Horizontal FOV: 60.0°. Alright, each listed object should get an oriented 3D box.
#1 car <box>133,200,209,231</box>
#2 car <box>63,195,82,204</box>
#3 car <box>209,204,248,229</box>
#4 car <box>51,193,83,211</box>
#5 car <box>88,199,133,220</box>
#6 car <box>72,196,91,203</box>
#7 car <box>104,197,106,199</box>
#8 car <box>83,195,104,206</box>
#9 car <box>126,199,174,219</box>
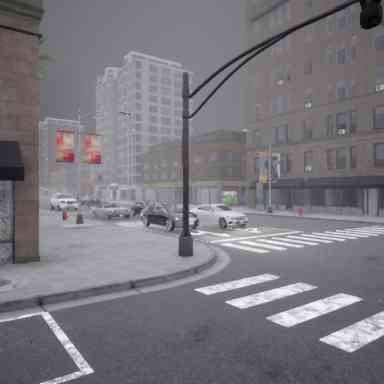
[{"bbox_3d":[-1.463,1.470,20.606,2.128,1.511,4.902,0,0,-36],"label":"car"},{"bbox_3d":[-21.697,1.408,60.172,1.837,1.490,4.892,0,0,-36],"label":"car"},{"bbox_3d":[1.597,1.502,21.944,1.812,1.442,4.674,0,0,-37],"label":"car"},{"bbox_3d":[-15.383,1.163,39.962,2.150,2.045,5.566,0,0,-36],"label":"car"},{"bbox_3d":[-6.882,1.565,28.138,1.895,1.301,4.718,0,0,-36],"label":"car"},{"bbox_3d":[-22.025,1.438,66.184,2.033,1.411,5.357,0,0,-36],"label":"car"},{"bbox_3d":[-16.133,1.509,58.001,1.895,1.301,4.718,0,0,-36],"label":"car"},{"bbox_3d":[-16.033,1.271,52.303,2.097,1.767,4.553,0,0,-36],"label":"car"},{"bbox_3d":[-3.835,1.453,29.457,2.128,1.511,4.902,0,0,-36],"label":"car"}]
